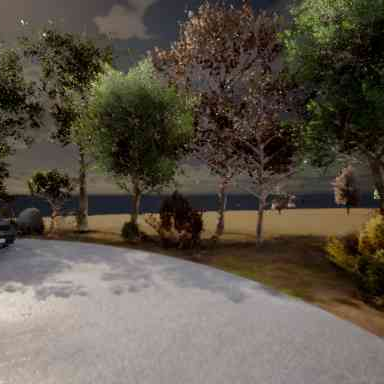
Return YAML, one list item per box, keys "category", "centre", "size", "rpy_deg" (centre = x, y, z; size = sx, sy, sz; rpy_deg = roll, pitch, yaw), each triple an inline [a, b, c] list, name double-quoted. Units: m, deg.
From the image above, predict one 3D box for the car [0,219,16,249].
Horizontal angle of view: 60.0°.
- category: "car"
  centre: [-9.563, 1.663, 13.830]
  size: [4.892, 1.490, 1.837]
  rpy_deg: [0, -2, 23]
